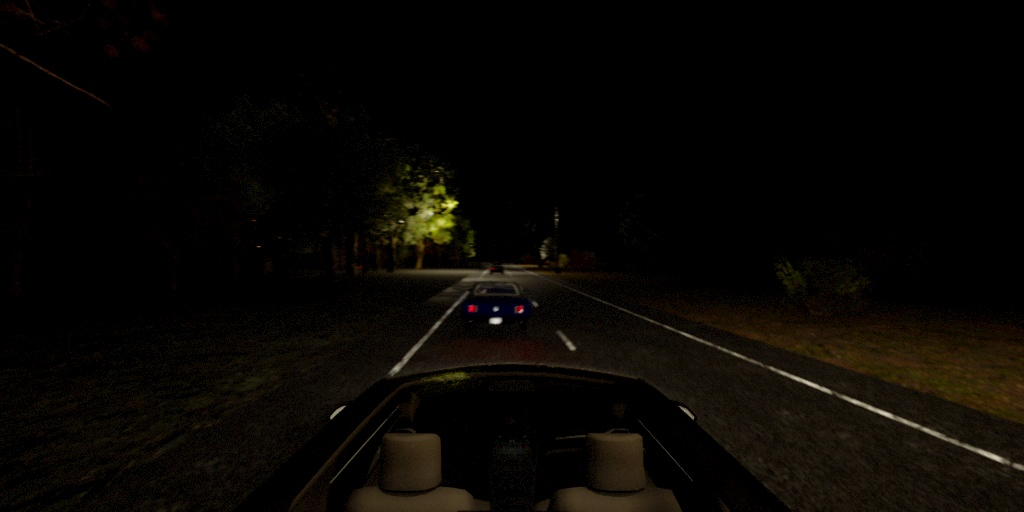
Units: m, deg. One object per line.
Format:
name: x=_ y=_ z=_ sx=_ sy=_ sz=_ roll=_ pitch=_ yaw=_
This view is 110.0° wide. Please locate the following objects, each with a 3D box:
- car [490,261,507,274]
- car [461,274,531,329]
car: x=-2.042 y=1.738 z=48.602 sx=2.033 sy=1.411 sz=5.357 roll=1 pitch=-1 yaw=-2
car: x=-0.509 y=1.447 z=11.680 sx=1.895 sy=1.301 sz=4.718 roll=1 pitch=-1 yaw=-2
